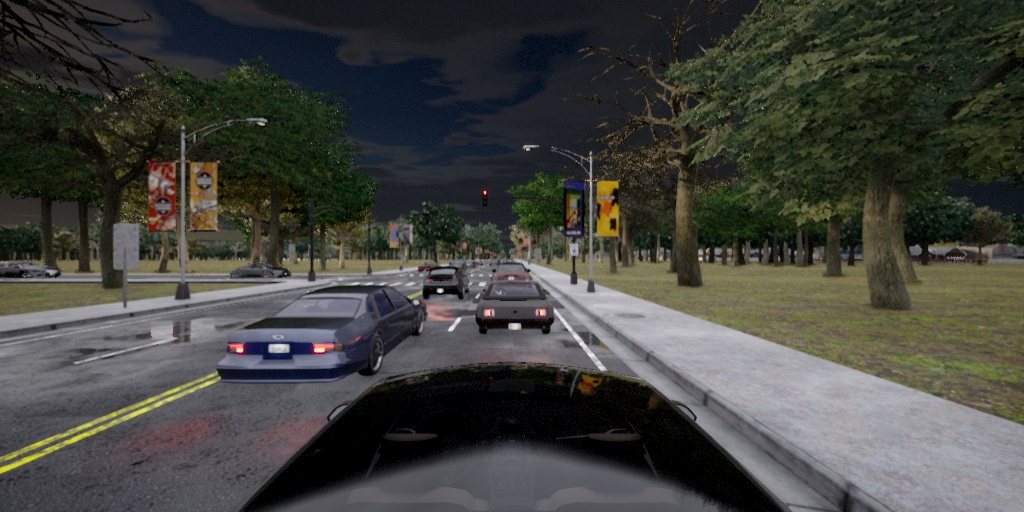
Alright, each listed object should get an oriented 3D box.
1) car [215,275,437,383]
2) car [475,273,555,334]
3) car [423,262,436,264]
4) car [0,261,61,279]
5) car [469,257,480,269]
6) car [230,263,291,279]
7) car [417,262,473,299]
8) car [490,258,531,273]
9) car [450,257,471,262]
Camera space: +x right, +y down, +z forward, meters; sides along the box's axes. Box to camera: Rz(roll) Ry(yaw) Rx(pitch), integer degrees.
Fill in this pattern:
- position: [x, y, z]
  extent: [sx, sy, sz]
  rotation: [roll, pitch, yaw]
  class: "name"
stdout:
- position: [-3.174, 1.297, 7.363]
  extent: [2.033, 1.411, 5.357]
  rotation: [0, 0, 0]
  class: "car"
- position: [0.059, 1.351, 10.573]
  extent: [1.895, 1.301, 4.718]
  rotation: [0, 0, 0]
  class: "car"
- position: [-10.072, 1.362, 43.589]
  extent: [1.895, 1.301, 4.718]
  rotation: [0, 0, 0]
  class: "car"
- position: [-40.709, 1.203, 29.856]
  extent: [4.902, 1.511, 2.128]
  rotation: [0, 0, 0]
  class: "car"
- position: [-6.894, 1.264, 58.111]
  extent: [2.128, 1.511, 4.902]
  rotation: [0, 0, -1]
  class: "car"
- position: [-20.906, 1.298, 29.932]
  extent: [4.181, 1.385, 1.994]
  rotation: [0, 0, 0]
  class: "car"
- position: [-3.212, 1.257, 18.030]
  extent: [1.837, 1.490, 4.892]
  rotation: [0, 0, -2]
  class: "car"
- position: [-0.030, 1.104, 19.558]
  extent: [2.097, 1.767, 4.553]
  rotation: [0, 0, 0]
  class: "car"
- position: [-6.828, 1.254, 45.081]
  extent: [2.128, 1.511, 4.902]
  rotation: [0, 0, 0]
  class: "car"
